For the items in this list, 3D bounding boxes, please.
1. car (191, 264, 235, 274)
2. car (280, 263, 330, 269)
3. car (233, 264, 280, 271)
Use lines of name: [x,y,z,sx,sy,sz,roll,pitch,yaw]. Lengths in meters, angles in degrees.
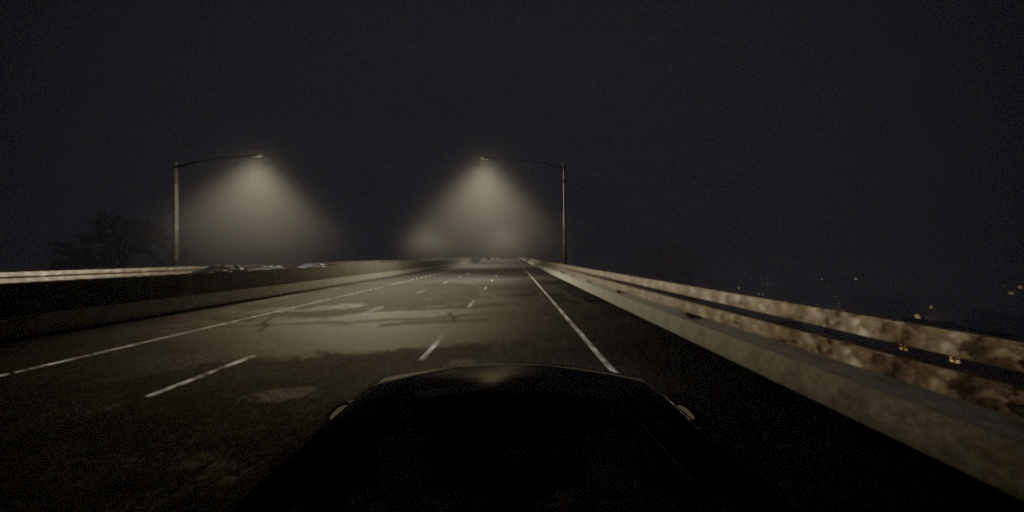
car: [-24.420,1.418,30.237,1.837,1.490,4.892,0,-1,1]
car: [-17.404,1.362,31.360,2.128,1.511,4.902,0,0,1]
car: [-20.912,1.491,30.692,1.895,1.301,4.718,0,0,1]
